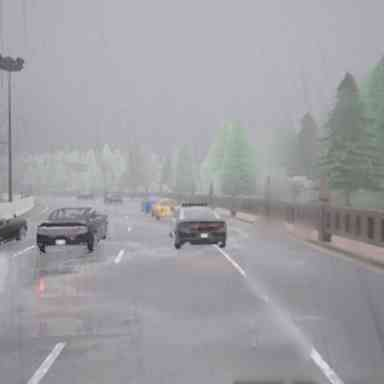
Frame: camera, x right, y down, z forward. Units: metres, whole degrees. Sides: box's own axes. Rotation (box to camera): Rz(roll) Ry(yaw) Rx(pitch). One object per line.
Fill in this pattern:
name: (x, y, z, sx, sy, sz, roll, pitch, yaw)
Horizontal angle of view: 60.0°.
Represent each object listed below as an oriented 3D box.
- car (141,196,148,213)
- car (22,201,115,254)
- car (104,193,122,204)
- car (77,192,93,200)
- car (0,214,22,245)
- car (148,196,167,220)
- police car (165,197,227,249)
car: (-3.578, 1.097, 30.944, 1.882, 1.535, 5.008, 0, 1, -17)
car: (-4.449, 1.336, 12.911, 2.128, 1.511, 4.902, 0, 1, -7)
car: (-11.542, 0.905, 48.446, 2.128, 1.511, 4.902, 0, 1, -27)
car: (-20.276, 0.723, 63.004, 1.882, 1.535, 5.008, -1, 1, -36)
car: (-7.862, 1.456, 12.417, 1.895, 1.301, 4.718, 0, 1, -7)
car: (-1.924, 1.149, 24.771, 1.801, 1.575, 5.366, 0, 1, -13)
police car: (0.087, 1.251, 13.911, 1.930, 1.638, 5.238, 0, 1, -8)
